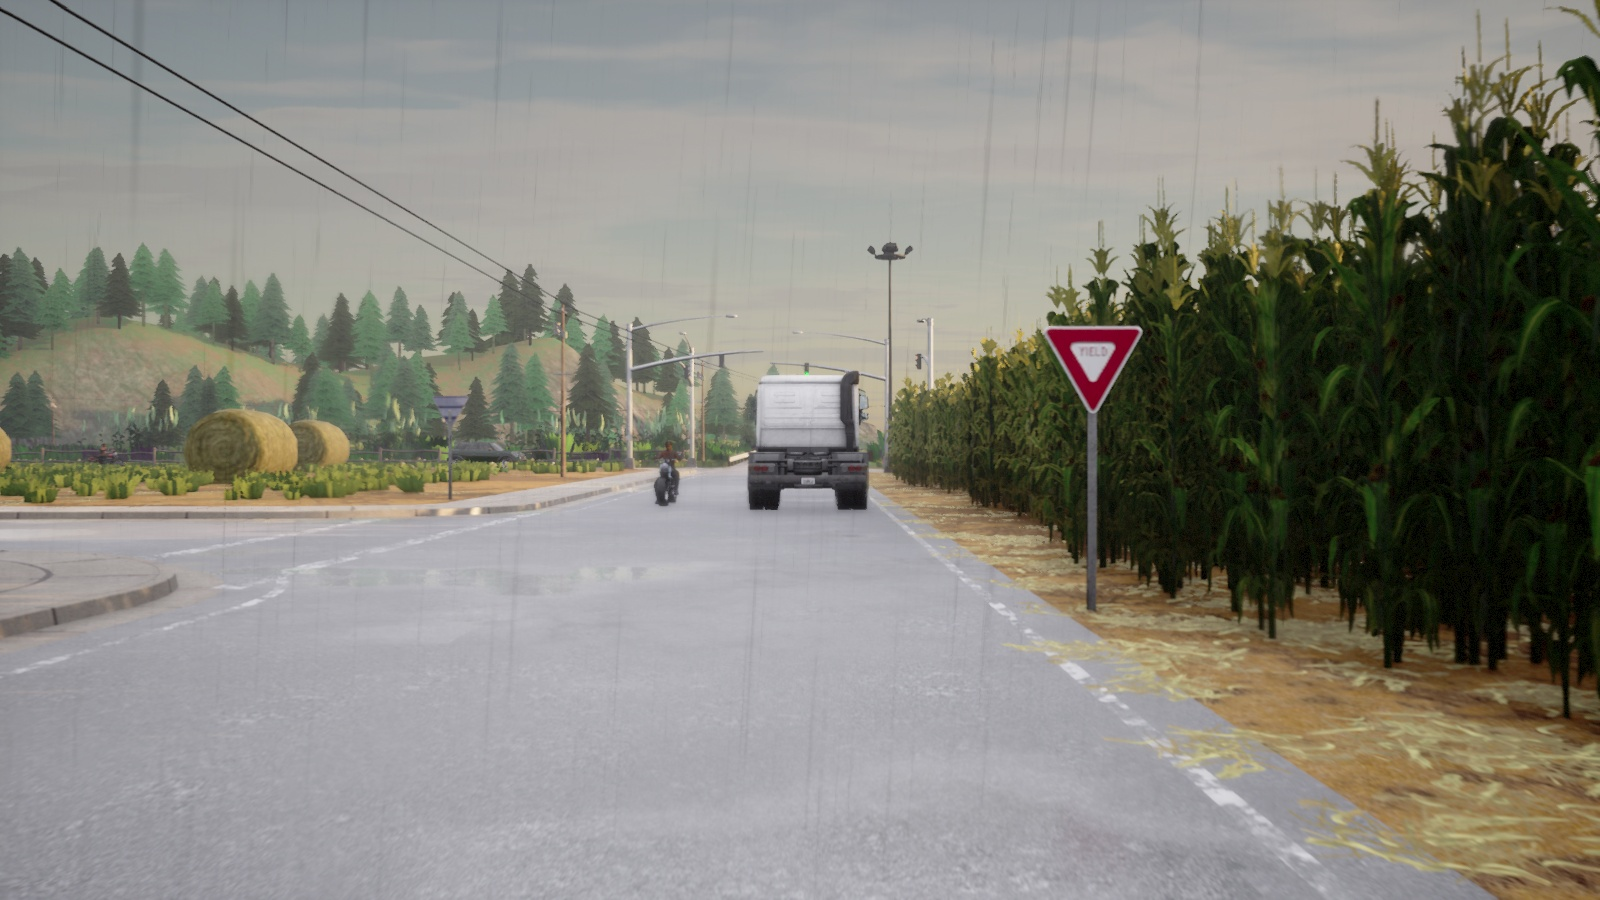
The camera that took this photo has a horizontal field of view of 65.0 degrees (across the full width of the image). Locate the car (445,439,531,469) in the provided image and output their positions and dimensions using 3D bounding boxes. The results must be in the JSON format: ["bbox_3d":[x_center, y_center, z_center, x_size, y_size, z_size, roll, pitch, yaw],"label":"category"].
[{"bbox_3d":[-18.611,0.249,74.953,4.553,1.767,2.097,0,0,3],"label":"car"}]

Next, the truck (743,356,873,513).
[{"bbox_3d":[0.198,-0.365,31.763,2.891,3.462,7.936,0,0,0],"label":"truck"}]

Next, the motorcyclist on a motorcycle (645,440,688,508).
[{"bbox_3d":[-3.319,0.566,31.410,0.766,1.649,2.350,0,0,1],"label":"motorcyclist on a motorcycle"}]

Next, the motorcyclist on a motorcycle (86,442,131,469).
[{"bbox_3d":[-42.015,0.316,76.297,2.350,1.649,0.766,0,0,3],"label":"motorcyclist on a motorcycle"}]
